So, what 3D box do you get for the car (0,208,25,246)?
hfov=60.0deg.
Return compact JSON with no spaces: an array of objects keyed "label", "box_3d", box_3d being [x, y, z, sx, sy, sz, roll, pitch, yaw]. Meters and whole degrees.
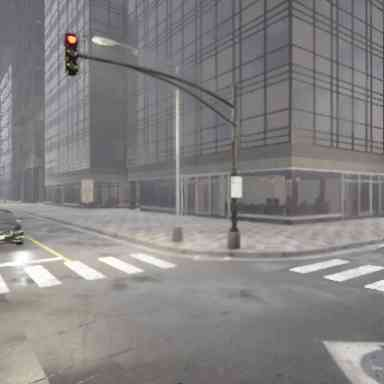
[{"label":"car","box_3d":[-8.781,1.508,14.693,1.837,1.490,4.892,0,0,-38]}]
